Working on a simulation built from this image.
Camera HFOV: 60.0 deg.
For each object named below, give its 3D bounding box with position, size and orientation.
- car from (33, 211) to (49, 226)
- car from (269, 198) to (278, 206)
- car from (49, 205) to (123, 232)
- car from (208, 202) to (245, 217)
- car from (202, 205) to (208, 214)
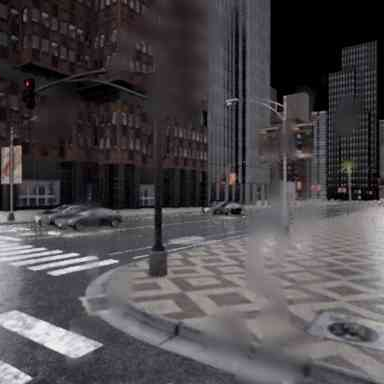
[{"bbox_3d":[-9.030,1.702,24.367,2.128,1.511,4.902,0,-1,35],"label":"car"},{"bbox_3d":[13.272,1.873,50.380,2.033,1.411,5.357,0,-1,35],"label":"car"},{"bbox_3d":[-6.673,1.738,22.068,1.812,1.442,4.674,0,0,35],"label":"car"},{"bbox_3d":[4.236,1.965,37.637,1.882,1.535,5.008,0,-1,35],"label":"car"},{"bbox_3d":[3.092,2.010,41.658,2.128,1.511,4.902,0,-1,35],"label":"car"}]
